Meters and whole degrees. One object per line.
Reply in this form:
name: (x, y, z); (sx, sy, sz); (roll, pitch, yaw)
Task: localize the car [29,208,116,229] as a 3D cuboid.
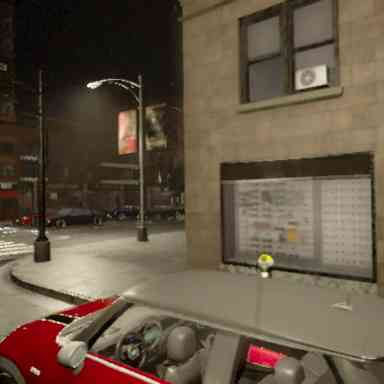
car: (-8.564, 1.856, 24.345); (2.033, 1.411, 5.357); (-1, -1, 37)

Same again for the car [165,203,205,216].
car: (-0.716, 2.047, 40.739); (2.033, 1.411, 5.357); (-1, -1, 36)

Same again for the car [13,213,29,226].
car: (-11.526, 1.926, 25.813); (1.994, 1.385, 4.181); (-1, -1, 36)

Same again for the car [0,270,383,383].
car: (-0.054, 1.453, 2.896); (4.097, 1.590, 1.967); (-1, -1, 36)

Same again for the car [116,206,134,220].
car: (-6.396, 2.031, 32.901); (1.895, 1.301, 4.718); (-1, -1, 36)

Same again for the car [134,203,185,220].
car: (-2.949, 1.983, 32.117); (1.895, 1.301, 4.718); (-1, -1, 36)
